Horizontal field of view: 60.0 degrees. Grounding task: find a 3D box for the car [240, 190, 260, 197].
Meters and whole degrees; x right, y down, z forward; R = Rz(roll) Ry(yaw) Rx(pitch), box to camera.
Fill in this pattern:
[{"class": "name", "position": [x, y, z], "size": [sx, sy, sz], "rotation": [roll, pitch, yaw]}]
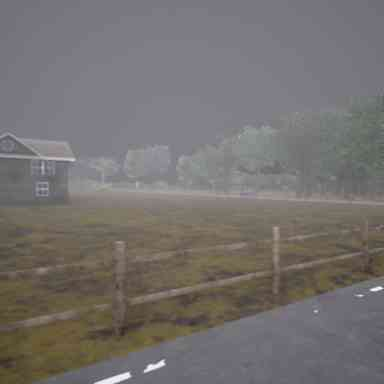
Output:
[{"class": "car", "position": [11.929, 0.324, 68.718], "size": [1.812, 1.442, 4.674], "rotation": [0, 1, -35]}]
